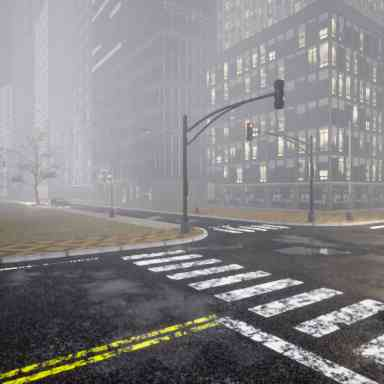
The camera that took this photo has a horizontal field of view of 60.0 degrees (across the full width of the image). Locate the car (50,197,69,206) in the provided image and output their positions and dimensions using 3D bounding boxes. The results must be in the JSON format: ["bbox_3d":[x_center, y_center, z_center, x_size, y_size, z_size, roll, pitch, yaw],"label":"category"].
[{"bbox_3d":[-21.668,1.553,54.255,2.033,1.411,5.357,0,0,-35],"label":"car"}]
